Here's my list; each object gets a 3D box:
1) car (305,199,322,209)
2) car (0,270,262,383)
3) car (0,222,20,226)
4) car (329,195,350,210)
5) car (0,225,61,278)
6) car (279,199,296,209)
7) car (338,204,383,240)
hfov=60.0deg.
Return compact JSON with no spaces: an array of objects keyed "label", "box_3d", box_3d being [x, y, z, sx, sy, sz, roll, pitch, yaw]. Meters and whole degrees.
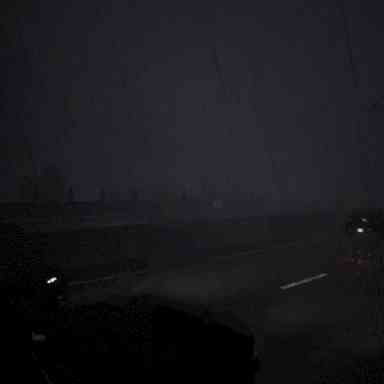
[{"label":"car","box_3d":[17.335,1.722,47.175,1.994,1.385,4.181,0,-1,26]},{"label":"car","box_3d":[-1.623,1.611,2.738,4.718,1.301,1.895,0,0,-36]},{"label":"car","box_3d":[-10.009,1.654,14.146,4.718,1.301,1.895,0,0,-37]},{"label":"car","box_3d":[18.664,1.340,41.993,2.150,2.045,5.566,0,0,28]},{"label":"car","box_3d":[-4.492,1.513,5.030,4.902,1.511,2.128,0,0,-36]},{"label":"car","box_3d":[13.778,1.705,47.824,1.812,1.442,4.674,0,0,26]},{"label":"car","box_3d":[9.520,1.532,17.240,1.837,1.490,4.892,0,0,44]}]
